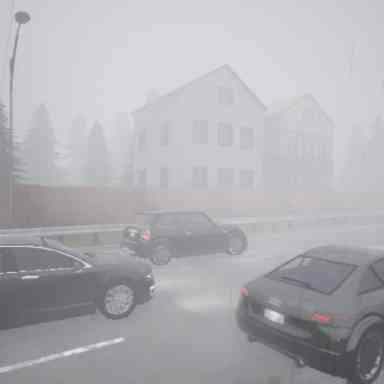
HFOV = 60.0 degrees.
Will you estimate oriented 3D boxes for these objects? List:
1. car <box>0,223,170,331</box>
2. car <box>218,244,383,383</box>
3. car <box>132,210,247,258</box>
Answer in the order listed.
[{"bbox_3d":[-3.015,1.523,5.803,4.892,1.490,1.837,1,-1,-34],"label":"car"},{"bbox_3d":[2.728,1.603,5.453,4.181,1.385,1.994,1,0,-34],"label":"car"},{"bbox_3d":[-0.169,1.414,11.942,4.553,1.767,2.097,0,0,-34],"label":"car"}]
